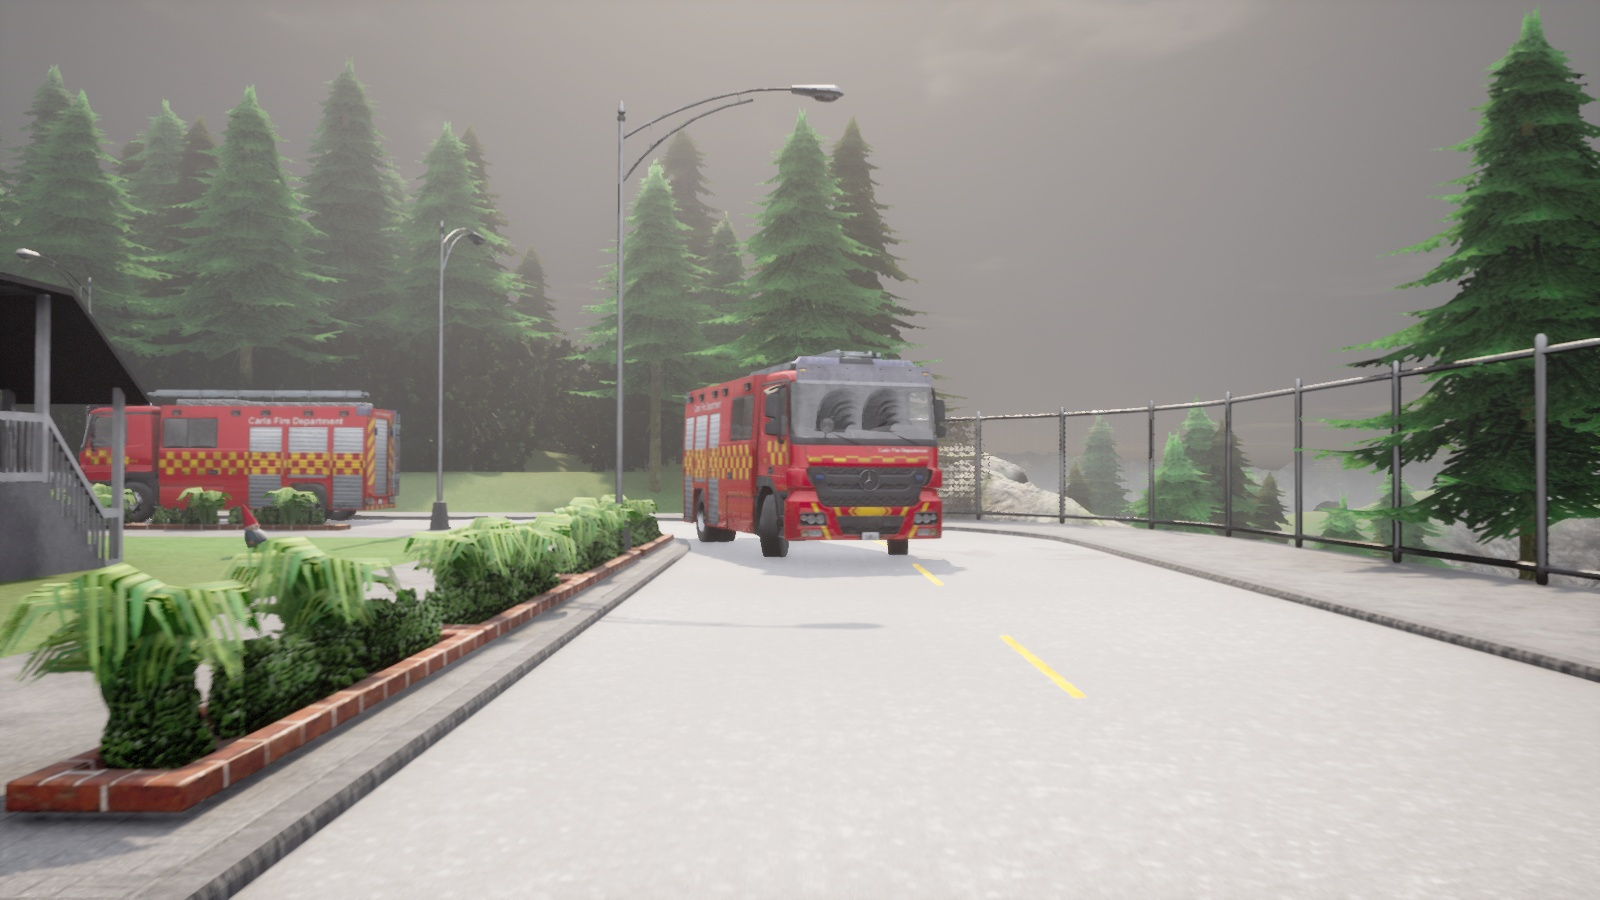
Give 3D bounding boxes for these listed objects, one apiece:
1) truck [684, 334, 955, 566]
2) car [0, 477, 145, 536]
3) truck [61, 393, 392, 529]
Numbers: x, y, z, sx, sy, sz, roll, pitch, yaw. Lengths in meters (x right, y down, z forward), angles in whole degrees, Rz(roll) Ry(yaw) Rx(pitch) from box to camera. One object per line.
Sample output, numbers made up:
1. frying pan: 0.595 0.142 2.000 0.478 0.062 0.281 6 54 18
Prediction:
1. truck: -0.003 0.071 25.141 2.891 3.827 8.468 0 -1 -17
2. car: -19.555 1.461 33.086 3.633 1.501 1.845 0 -1 0
3. truck: -16.768 0.339 37.143 8.468 3.827 2.891 0 -1 0
